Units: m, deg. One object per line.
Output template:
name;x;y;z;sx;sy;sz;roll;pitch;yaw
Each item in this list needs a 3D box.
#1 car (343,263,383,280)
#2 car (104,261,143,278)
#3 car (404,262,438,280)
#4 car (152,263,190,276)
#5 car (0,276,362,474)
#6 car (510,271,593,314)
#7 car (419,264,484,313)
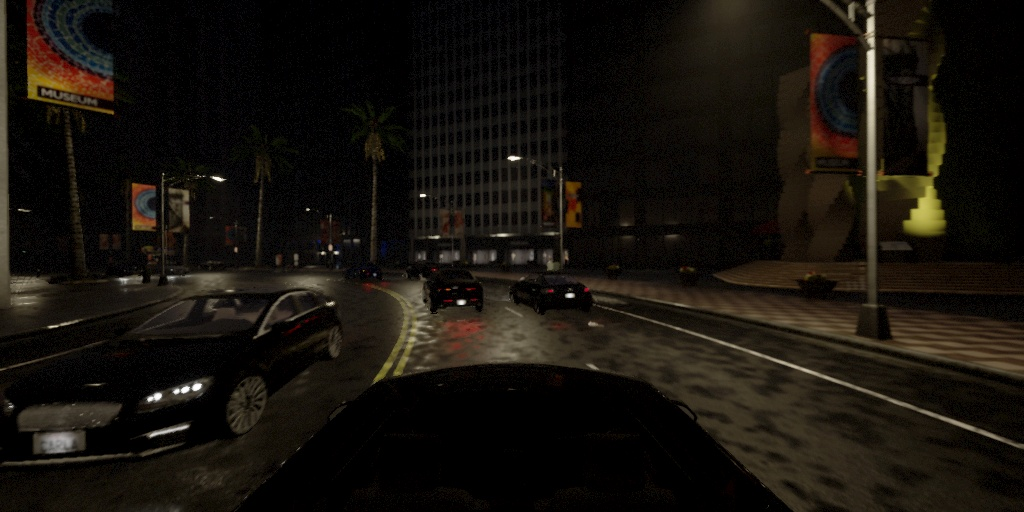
car;-12.342;1.282;29.700;1.812;1.442;4.674;0;0;-44
car;-39.998;1.474;37.073;4.674;1.442;1.812;-1;0;24
car;-7.161;1.222;29.191;1.837;1.490;4.892;0;0;-39
car;-38.280;1.450;40.144;4.674;1.442;1.812;-1;0;24
car;-4.070;1.262;5.360;2.128;1.511;4.902;0;0;-8
car;1.335;1.265;13.654;1.994;1.385;4.181;0;0;-16
car;-2.393;1.236;13.930;1.837;1.490;4.892;0;0;-18
